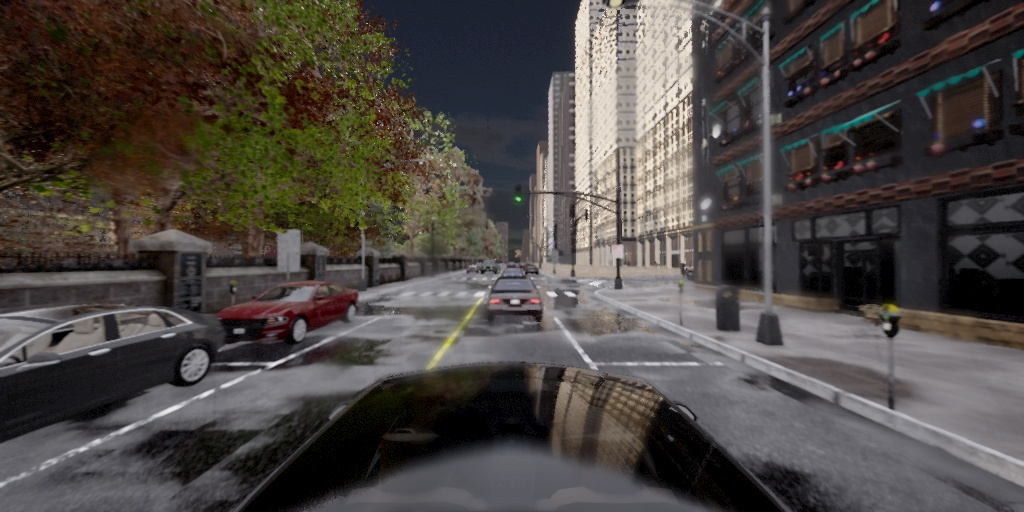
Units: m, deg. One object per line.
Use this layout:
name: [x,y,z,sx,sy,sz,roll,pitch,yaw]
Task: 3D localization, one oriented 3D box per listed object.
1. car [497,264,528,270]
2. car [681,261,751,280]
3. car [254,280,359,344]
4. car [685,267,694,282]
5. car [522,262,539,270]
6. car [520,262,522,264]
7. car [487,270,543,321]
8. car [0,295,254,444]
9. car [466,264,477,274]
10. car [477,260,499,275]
car: [0.053,1.615,30.517,2.033,1.411,5.357,0,-1,0]
car: [17.587,1.246,31.103,4.902,1.511,2.128,-1,-1,0]
car: [-5.832,1.384,9.908,1.888,1.381,4.507,0,0,0]
car: [14.647,1.282,25.281,4.313,1.339,1.948,0,0,0]
car: [2.613,1.833,47.838,1.948,1.339,4.313,0,0,0]
car: [2.603,1.898,53.470,1.948,1.339,4.313,0,0,0]
car: [0.085,1.421,13.061,2.033,1.411,5.357,0,-1,0]
car: [-5.771,1.329,4.369,2.007,1.370,4.403,0,0,0]
car: [-5.777,1.914,53.456,1.802,1.307,4.207,0,0,0]
car: [-3.160,1.516,50.207,2.150,2.045,5.566,0,-1,1]
